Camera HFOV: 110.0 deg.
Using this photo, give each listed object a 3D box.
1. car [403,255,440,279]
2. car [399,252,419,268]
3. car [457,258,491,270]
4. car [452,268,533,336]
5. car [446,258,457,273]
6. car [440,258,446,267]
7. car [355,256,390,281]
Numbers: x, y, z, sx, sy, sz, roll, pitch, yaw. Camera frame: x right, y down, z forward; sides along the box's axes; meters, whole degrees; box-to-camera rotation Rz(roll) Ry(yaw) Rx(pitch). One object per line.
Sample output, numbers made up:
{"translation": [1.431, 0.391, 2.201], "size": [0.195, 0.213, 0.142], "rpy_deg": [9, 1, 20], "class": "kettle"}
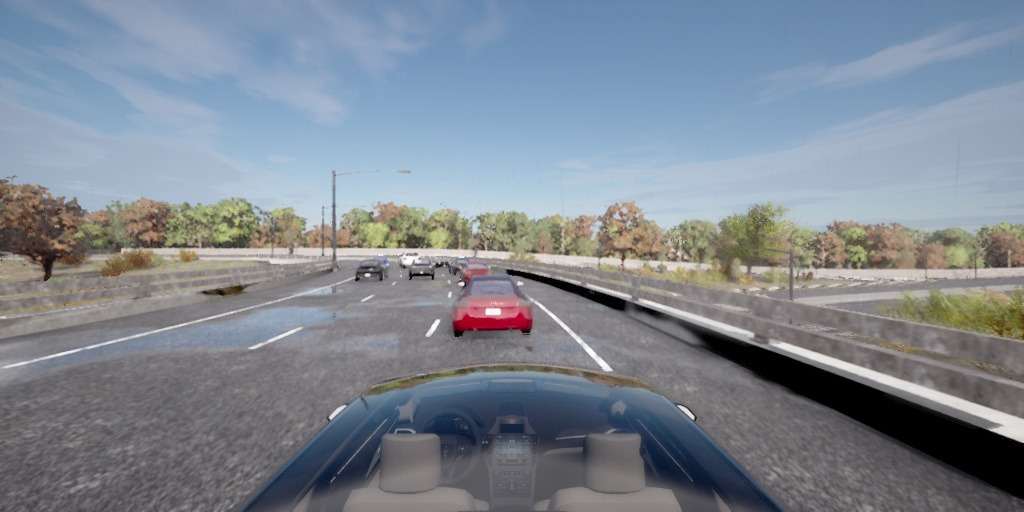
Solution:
{"translation": [-6.918, 0.936, 27.566], "size": [2.128, 1.511, 4.902], "rpy_deg": [0, 1, -14], "class": "car"}
{"translation": [-12.987, 0.459, 45.358], "size": [2.150, 2.045, 5.566], "rpy_deg": [0, 1, -23], "class": "car"}
{"translation": [-2.222, 1.031, 22.022], "size": [1.812, 1.442, 4.674], "rpy_deg": [0, 1, -11], "class": "car"}
{"translation": [-0.588, 1.212, 10.141], "size": [1.994, 1.385, 4.181], "rpy_deg": [0, 1, -5], "class": "car"}
{"translation": [-4.533, 0.911, 32.103], "size": [1.812, 1.442, 4.674], "rpy_deg": [0, 1, -16], "class": "car"}
{"translation": [-8.825, 0.843, 44.400], "size": [1.895, 1.301, 4.718], "rpy_deg": [0, 1, -22], "class": "car"}
{"translation": [-10.217, 0.971, 26.338], "size": [1.837, 1.490, 4.892], "rpy_deg": [0, 1, -14], "class": "car"}
